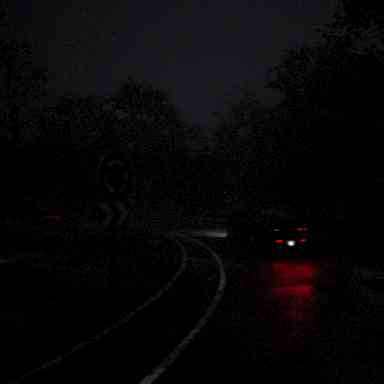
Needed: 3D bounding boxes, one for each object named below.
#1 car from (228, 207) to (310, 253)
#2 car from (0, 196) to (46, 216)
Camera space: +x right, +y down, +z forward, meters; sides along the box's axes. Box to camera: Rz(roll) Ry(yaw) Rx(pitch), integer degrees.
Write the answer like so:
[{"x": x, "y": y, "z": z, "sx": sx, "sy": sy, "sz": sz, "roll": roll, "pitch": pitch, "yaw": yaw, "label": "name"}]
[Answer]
[{"x": 2.815, "y": 1.374, "z": 13.175, "sx": 1.837, "sy": 1.490, "sz": 4.892, "roll": 0, "pitch": 1, "yaw": -9, "label": "car"}, {"x": -14.020, "y": 1.038, "z": 25.737, "sx": 5.008, "sy": 1.535, "sz": 1.882, "roll": 1, "pitch": 0, "yaw": 0, "label": "car"}]
